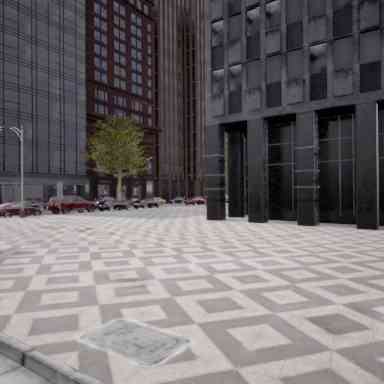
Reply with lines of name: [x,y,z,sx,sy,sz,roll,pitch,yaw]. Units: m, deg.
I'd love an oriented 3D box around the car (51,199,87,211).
car: [-15.997,1.643,43.413,1.802,1.307,4.206,-1,0,35]

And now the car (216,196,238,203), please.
car: [7.117,1.471,66.515,2.033,1.411,5.357,-1,0,35]

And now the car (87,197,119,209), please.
car: [-12.803,1.486,48.060,1.967,1.590,4.097,-1,0,35]

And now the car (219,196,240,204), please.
car: [7.001,1.465,61.808,1.947,1.339,4.313,-1,0,35]

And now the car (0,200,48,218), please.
car: [-15.367,1.577,29.287,1.802,1.307,4.206,-1,0,35]

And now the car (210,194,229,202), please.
car: [6.371,1.298,75.940,2.192,1.841,5.009,-1,0,35]

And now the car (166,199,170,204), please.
car: [-6.507,1.546,57.212,1.752,1.417,4.829,-1,0,35]

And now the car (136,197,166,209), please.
car: [-5.781,1.510,43.225,1.947,1.339,4.313,-1,0,35]

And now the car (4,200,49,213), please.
car: [-19.193,1.644,38.767,1.947,1.339,4.313,-1,0,35]

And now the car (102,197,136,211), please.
car: [-8.976,1.526,38.579,1.947,1.339,4.313,-1,0,35]

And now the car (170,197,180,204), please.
car: [-3.214,1.576,62.000,1.947,1.339,4.313,-1,0,35]

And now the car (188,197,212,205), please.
car: [1.455,1.541,58.284,1.895,1.301,4.718,-1,0,34]

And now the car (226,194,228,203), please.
car: [3.803,1.224,57.164,2.192,1.841,5.009,-1,0,35]

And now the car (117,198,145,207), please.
car: [-9.606,1.615,52.706,1.802,1.307,4.206,-1,0,35]

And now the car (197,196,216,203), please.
car: [3.177,1.537,71.293,1.887,1.381,4.507,-1,0,35]

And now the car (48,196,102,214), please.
car: [-12.173,1.291,33.935,2.192,1.841,5.009,-1,0,35]

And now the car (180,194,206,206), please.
car: [0.609,1.464,52.517,1.887,1.381,4.507,-1,0,35]
